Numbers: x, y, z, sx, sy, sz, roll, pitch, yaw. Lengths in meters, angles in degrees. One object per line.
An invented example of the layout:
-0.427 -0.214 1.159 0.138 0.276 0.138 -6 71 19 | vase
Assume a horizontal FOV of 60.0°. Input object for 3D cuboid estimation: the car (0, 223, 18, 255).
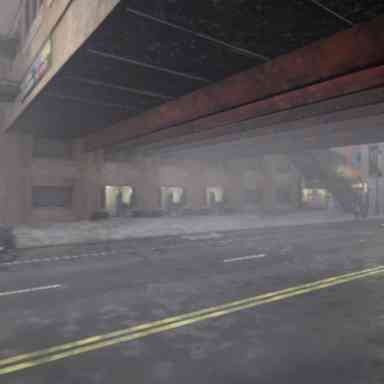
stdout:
-8.175 1.475 10.327 4.892 1.521 2.231 0 0 -26 | car
